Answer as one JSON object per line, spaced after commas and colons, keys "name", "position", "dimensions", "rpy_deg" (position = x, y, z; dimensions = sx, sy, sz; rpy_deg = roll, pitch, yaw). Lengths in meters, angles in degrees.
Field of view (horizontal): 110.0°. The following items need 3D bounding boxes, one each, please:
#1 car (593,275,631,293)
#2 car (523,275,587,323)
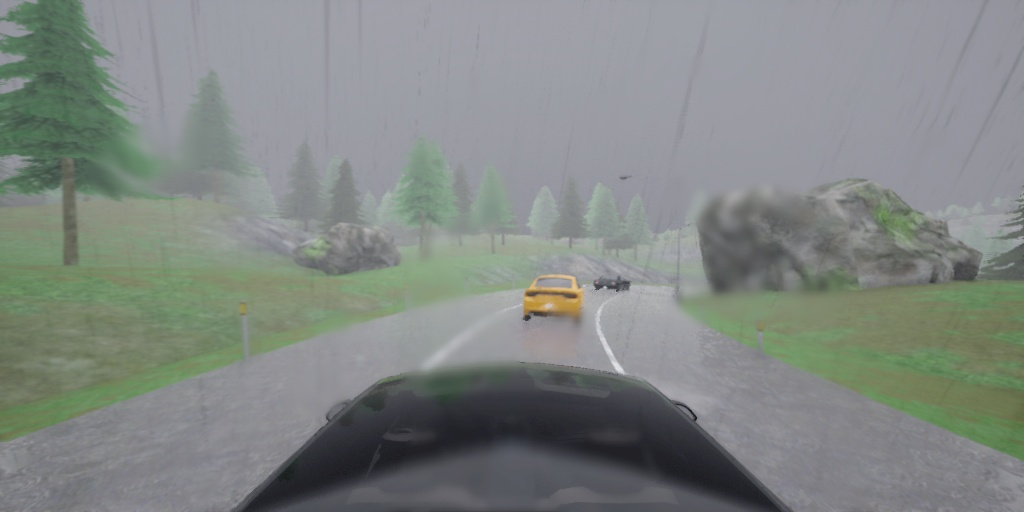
{"name": "car", "position": [8.194, 2.182, 28.960], "dimensions": [1.895, 1.301, 4.718], "rpy_deg": [2, -2, 31]}
{"name": "car", "position": [1.683, 1.435, 13.266], "dimensions": [1.882, 1.535, 5.008], "rpy_deg": [1, -1, 13]}
